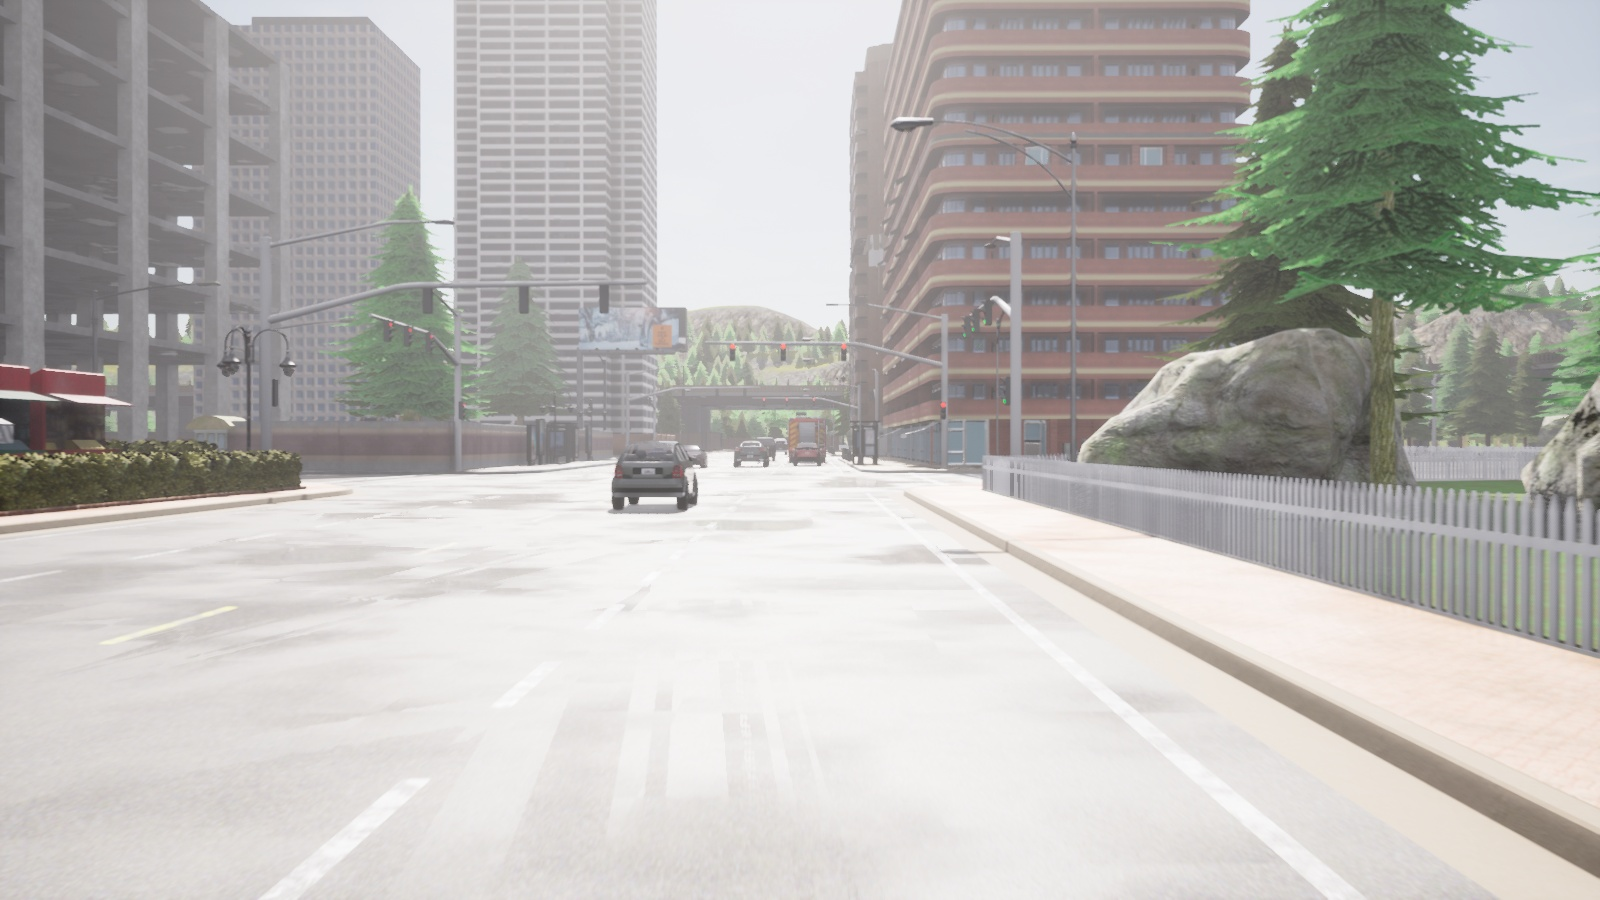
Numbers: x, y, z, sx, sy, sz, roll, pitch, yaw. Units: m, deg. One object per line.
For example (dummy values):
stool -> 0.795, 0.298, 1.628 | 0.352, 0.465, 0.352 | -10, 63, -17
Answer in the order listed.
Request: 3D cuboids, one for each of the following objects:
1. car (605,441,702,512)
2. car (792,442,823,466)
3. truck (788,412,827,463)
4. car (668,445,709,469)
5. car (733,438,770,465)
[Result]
car -> -3.321, 0.559, 29.066 | 1.789, 1.549, 3.705 | 0, 0, 0
car -> 0.479, 0.227, 82.868 | 2.007, 1.525, 4.514 | 0, 0, 0
truck -> 0.564, -0.970, 97.986 | 2.891, 3.827, 8.468 | 0, 0, 0
car -> -6.569, 0.386, 74.358 | 1.994, 1.385, 4.181 | 0, 0, 0
car -> -3.040, 0.074, 79.530 | 2.152, 1.651, 5.027 | 0, 0, 0
